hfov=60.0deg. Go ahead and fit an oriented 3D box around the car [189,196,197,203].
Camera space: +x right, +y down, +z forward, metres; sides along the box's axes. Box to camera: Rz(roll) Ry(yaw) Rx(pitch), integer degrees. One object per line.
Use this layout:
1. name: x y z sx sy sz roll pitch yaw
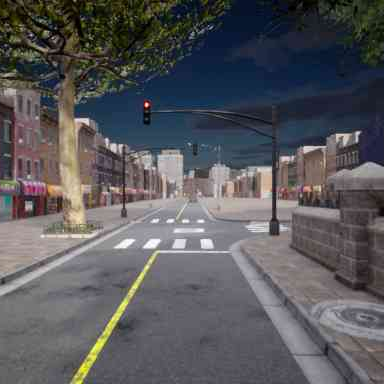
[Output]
1. car: 0.249 1.662 73.554 2.128 1.511 4.902 0 0 0
